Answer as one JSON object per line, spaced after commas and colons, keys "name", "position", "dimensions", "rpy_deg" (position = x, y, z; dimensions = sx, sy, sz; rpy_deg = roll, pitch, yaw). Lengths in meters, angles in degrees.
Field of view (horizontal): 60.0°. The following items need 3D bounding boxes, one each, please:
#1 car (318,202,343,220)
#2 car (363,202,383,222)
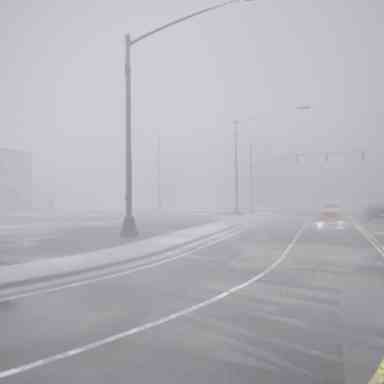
{"name": "car", "position": [12.826, 1.710, 30.763], "dimensions": [1.882, 1.535, 5.008], "rpy_deg": [-1, -1, 22]}
{"name": "car", "position": [15.331, 1.607, 27.390], "dimensions": [1.882, 1.535, 5.008], "rpy_deg": [-1, -1, 22]}
